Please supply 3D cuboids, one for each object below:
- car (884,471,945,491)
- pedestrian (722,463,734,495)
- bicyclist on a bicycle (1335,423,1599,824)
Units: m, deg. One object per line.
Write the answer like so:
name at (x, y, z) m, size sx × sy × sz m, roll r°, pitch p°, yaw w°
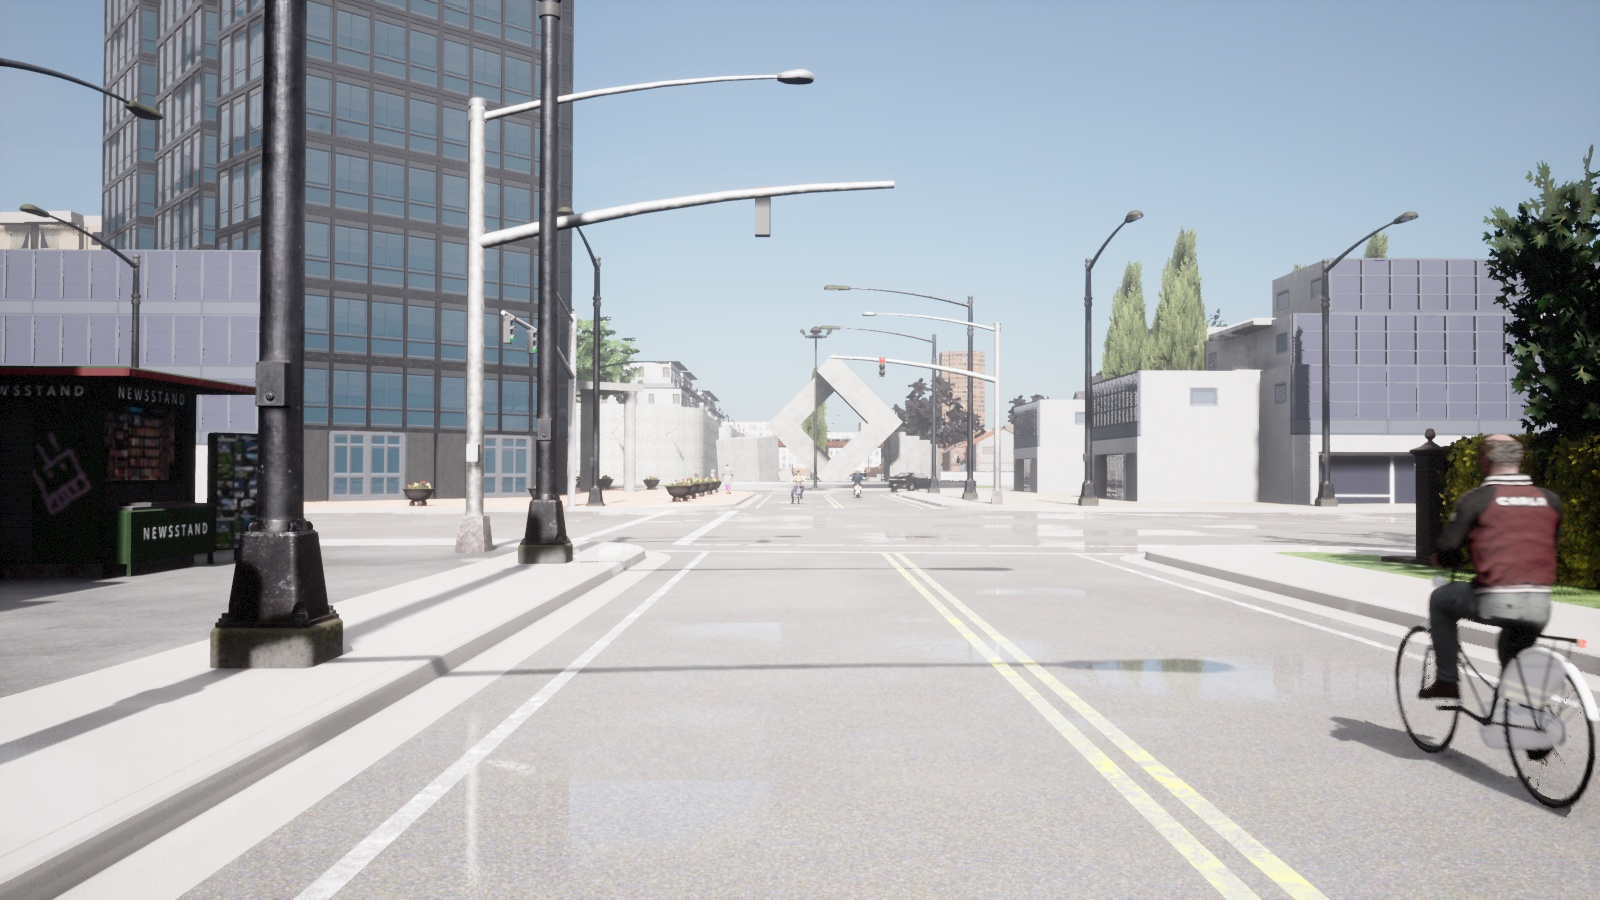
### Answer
car at (8.677, 2.327, 94.988) m, size 2.128 × 1.511 × 4.902 m, roll -1°, pitch -1°, yaw 40°
pedestrian at (-4.372, 1.776, 76.334) m, size 0.659 × 1.952 × 0.873 m, roll 0°, pitch -1°, yaw -10°
bicyclist on a bicycle at (3.496, 0.780, 6.492) m, size 0.659 × 1.776 × 1.843 m, roll 0°, pitch -1°, yaw 0°
